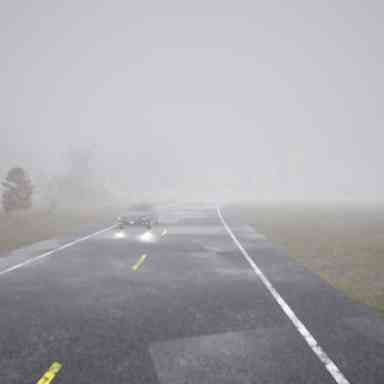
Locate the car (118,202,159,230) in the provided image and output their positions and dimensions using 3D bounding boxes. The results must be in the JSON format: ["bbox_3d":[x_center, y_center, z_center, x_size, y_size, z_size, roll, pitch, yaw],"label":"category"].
[{"bbox_3d":[-3.200,1.404,20.538,1.837,1.490,4.892,0,0,2],"label":"car"}]

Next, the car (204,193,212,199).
[{"bbox_3d":[4.218,1.128,87.754,1.837,1.490,4.892,0,0,7],"label":"car"}]
